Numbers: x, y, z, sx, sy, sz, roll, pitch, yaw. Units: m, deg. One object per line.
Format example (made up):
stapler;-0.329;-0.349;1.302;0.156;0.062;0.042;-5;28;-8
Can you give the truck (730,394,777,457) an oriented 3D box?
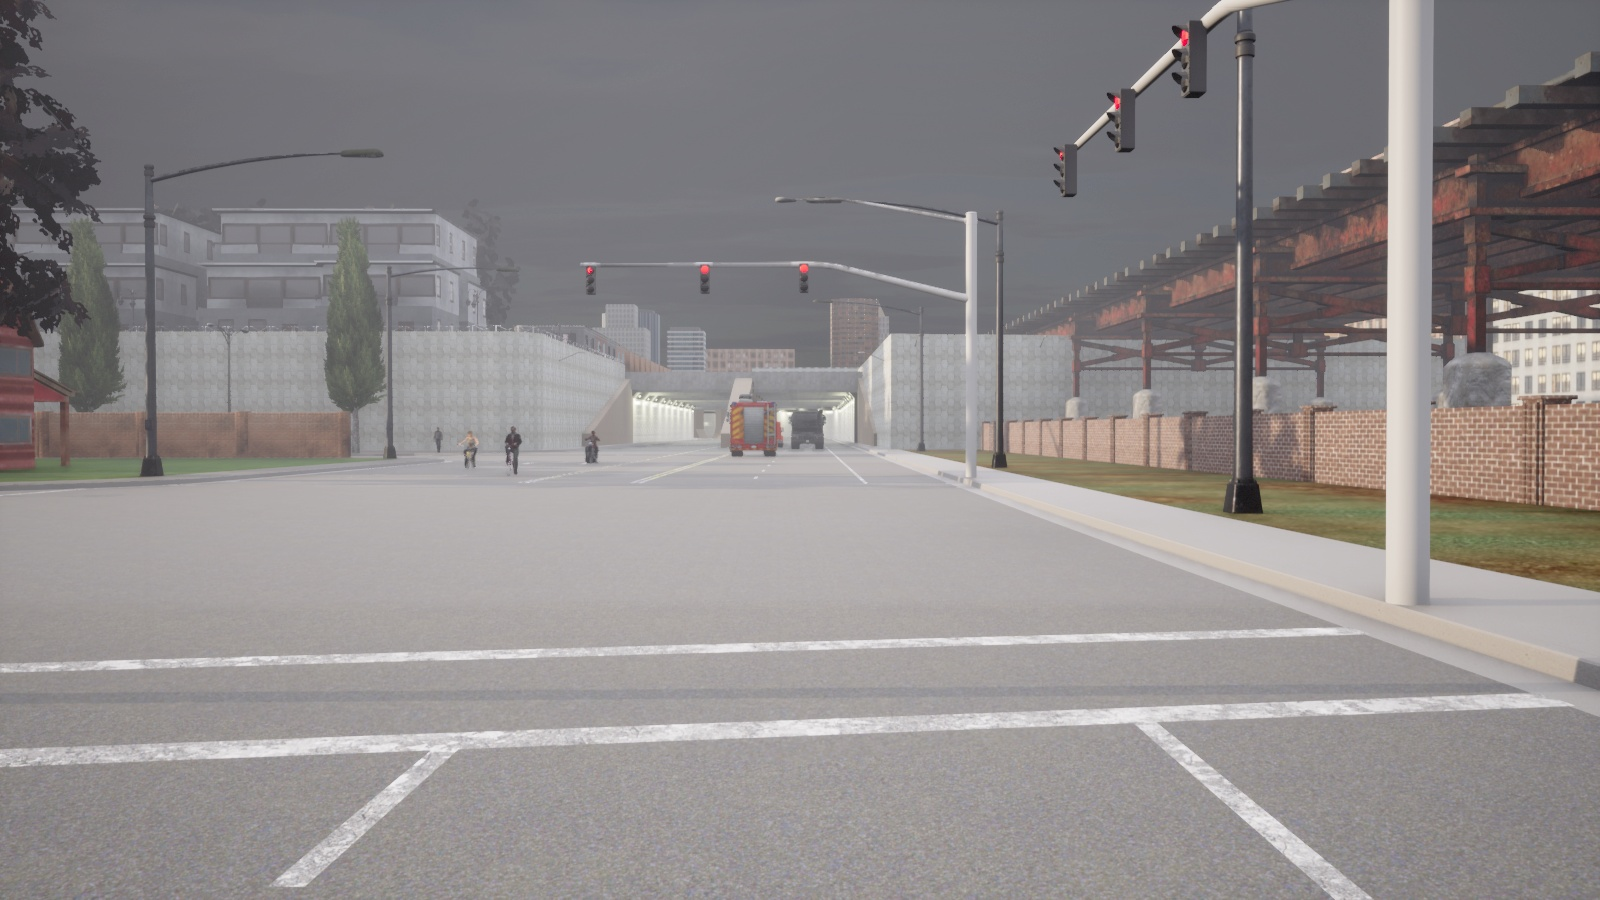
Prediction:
truck;-3.039;-1.564;80.688;2.891;3.827;8.468;0;1;-3

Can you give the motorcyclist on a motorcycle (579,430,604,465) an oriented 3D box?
motorcyclist on a motorcycle;-10.134;-0.154;61.010;0.766;1.649;2.350;1;1;0
